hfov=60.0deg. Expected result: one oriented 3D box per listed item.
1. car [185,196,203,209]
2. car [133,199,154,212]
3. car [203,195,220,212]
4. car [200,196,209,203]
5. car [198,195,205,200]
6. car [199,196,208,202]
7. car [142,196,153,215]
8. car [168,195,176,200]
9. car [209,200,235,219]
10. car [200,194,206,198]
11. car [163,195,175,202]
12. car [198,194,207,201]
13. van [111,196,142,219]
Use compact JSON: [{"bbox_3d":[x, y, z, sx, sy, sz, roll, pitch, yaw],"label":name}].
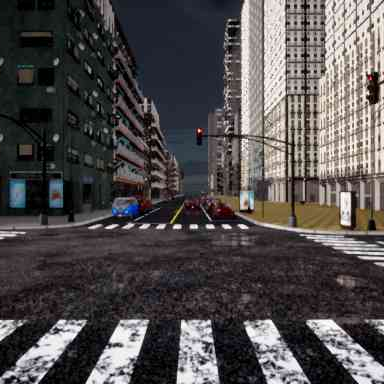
[{"bbox_3d":[0.078,1.618,44.525,1.895,1.301,4.718,0,0,0],"label":"car"},{"bbox_3d":[-5.702,1.559,39.501,1.887,1.381,4.507,0,0,0],"label":"car"},{"bbox_3d":[2.679,1.454,39.504,1.967,1.590,4.097,0,0,0],"label":"car"},{"bbox_3d":[2.662,1.588,72.669,1.887,1.381,4.507,0,0,0],"label":"car"},{"bbox_3d":[2.651,1.653,94.780,1.802,1.307,4.206,0,0,0],"label":"car"},{"bbox_3d":[2.660,1.631,78.197,1.802,1.307,4.206,0,0,0],"label":"car"},{"bbox_3d":[-5.698,1.327,33.973,2.192,1.841,5.009,0,0,0],"label":"car"},{"bbox_3d":[-5.729,1.637,94.776,1.947,1.339,4.313,0,0,0],"label":"car"},{"bbox_3d":[2.684,1.591,28.448,1.802,1.307,4.206,0,0,0],"label":"car"},{"bbox_3d":[2.671,1.466,56.086,1.967,1.590,4.097,0,0,0],"label":"car"},{"bbox_3d":[-5.720,1.490,78.193,1.967,1.590,4.097,0,0,0],"label":"car"},{"bbox_3d":[2.659,1.371,83.725,2.192,1.841,5.009,0,0,0],"label":"car"},{"bbox_3d":[-5.696,1.350,28.445,1.690,1.788,3.998,0,0,0],"label":"van"}]
